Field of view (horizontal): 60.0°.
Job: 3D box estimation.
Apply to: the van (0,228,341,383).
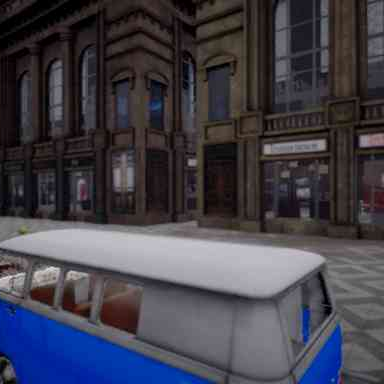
[{"bbox_3d":[-0.607,1.352,3.395,3.998,1.788,1.690,0,0,36],"label":"van"}]
